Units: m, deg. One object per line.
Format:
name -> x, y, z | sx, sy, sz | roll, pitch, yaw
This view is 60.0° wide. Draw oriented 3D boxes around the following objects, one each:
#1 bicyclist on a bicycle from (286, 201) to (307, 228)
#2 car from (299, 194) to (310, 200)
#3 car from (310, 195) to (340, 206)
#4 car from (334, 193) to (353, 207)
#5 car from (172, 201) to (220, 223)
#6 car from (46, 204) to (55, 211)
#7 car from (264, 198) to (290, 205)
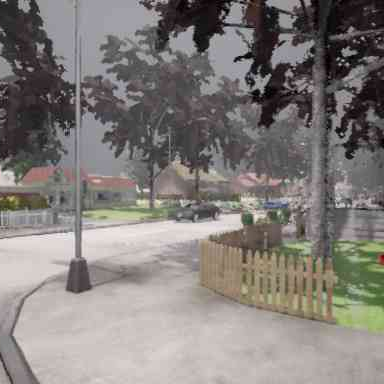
bicyclist on a bicycle -> 6.561, 1.359, 20.327 | 1.656, 1.620, 0.582 | 0, 0, 35
car -> 29.742, 1.371, 88.980 | 5.357, 1.415, 2.033 | 0, 0, 35
car -> 16.899, 1.523, 42.175 | 1.837, 1.490, 4.892 | 0, 0, 36
car -> 22.914, 1.240, 50.704 | 2.150, 2.045, 5.566 | 0, 0, 35
car -> 0.442, 1.527, 26.211 | 1.837, 1.490, 4.892 | 0, 0, 35
car -> -13.706, 1.343, 28.733 | 4.181, 1.381, 1.994 | 0, 0, 35
car -> 10.266, 1.502, 39.979 | 1.882, 1.535, 5.008 | 0, 0, 36
